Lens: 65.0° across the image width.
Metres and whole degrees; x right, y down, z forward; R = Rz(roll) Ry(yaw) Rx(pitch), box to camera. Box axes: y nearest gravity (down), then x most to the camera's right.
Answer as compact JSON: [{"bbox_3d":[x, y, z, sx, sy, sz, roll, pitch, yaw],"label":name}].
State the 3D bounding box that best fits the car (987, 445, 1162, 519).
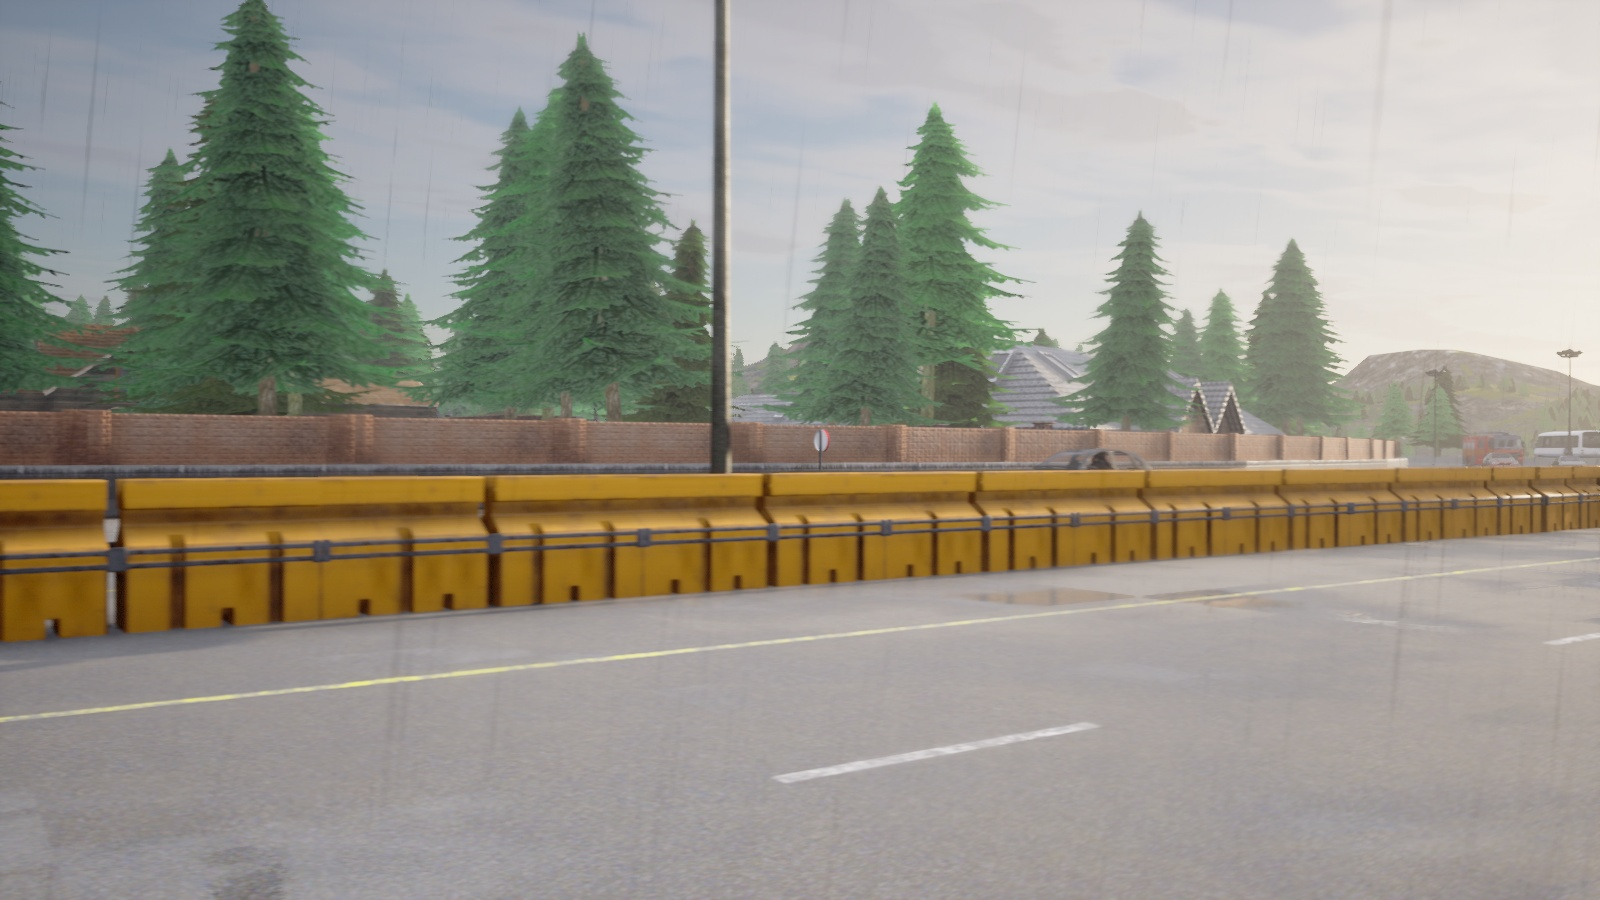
[{"bbox_3d":[6.490,0.701,29.528,3.988,1.617,1.851,0,0,-36],"label":"car"}]
